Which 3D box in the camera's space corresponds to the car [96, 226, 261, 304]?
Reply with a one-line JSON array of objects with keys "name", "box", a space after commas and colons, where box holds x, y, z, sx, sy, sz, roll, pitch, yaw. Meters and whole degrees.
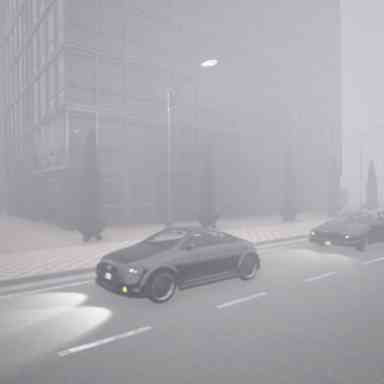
[{"name": "car", "box": [-0.210, 1.587, 8.310, 4.181, 1.385, 1.994, -1, 0, -38]}]

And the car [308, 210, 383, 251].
[{"name": "car", "box": [7.180, 1.499, 14.066, 5.357, 1.411, 2.033, -1, 0, -38]}]
